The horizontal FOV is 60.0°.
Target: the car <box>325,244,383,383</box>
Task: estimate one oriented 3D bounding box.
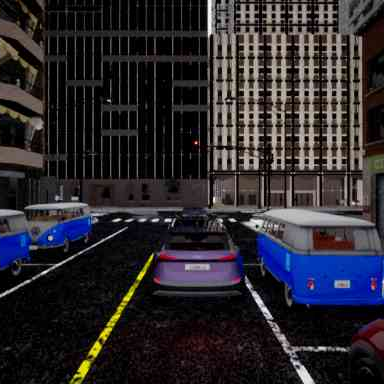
[{"bbox_3d":[2.570,1.440,1.849,1.967,1.590,4.097,0,0,0],"label":"car"}]

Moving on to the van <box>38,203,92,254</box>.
[{"bbox_3d":[-5.303,1.345,13.227,1.690,1.788,3.998,0,0,0],"label":"van"}]

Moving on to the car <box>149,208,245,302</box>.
[{"bbox_3d":[0.104,1.432,8.296,2.033,1.649,4.856,0,0,0],"label":"car"}]

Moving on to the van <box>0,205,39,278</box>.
[{"bbox_3d":[-5.306,1.343,7.537,1.690,1.788,3.998,0,0,0],"label":"van"}]

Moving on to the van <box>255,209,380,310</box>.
[{"bbox_3d":[2.574,1.343,7.539,1.690,1.788,3.998,0,0,0],"label":"van"}]
